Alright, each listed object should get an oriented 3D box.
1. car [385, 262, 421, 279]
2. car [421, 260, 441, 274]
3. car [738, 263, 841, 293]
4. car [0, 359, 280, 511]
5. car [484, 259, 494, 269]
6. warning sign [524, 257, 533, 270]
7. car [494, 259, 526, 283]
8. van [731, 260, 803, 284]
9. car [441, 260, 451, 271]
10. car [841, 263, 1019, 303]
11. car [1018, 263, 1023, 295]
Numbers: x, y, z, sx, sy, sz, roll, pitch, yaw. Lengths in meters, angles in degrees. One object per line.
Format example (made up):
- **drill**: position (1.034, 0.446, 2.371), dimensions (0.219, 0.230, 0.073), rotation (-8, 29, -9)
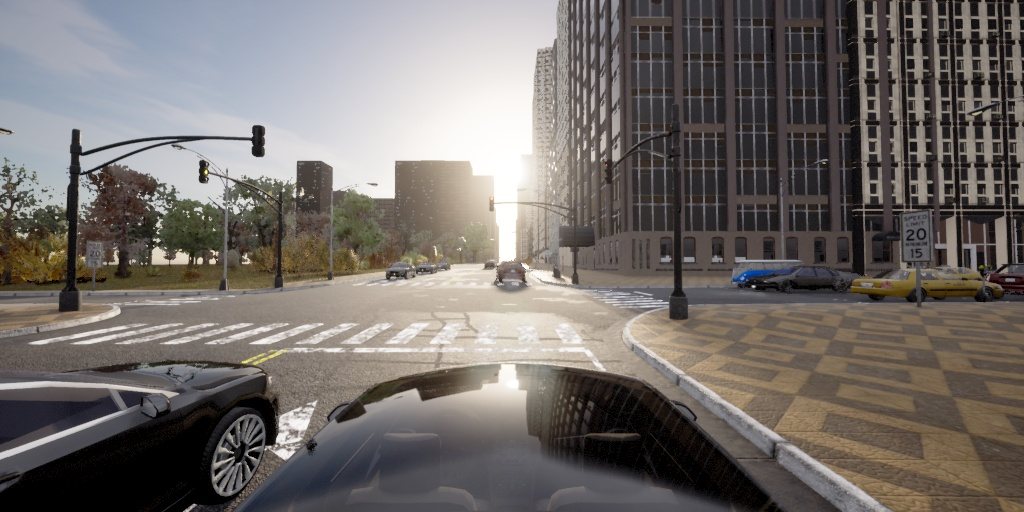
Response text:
- **car**: position (-10.149, 1.321, 33.073), dimensions (1.837, 1.490, 4.892), rotation (0, 0, -2)
- **car**: position (-10.226, 1.416, 42.971), dimensions (1.994, 1.385, 4.181), rotation (0, 0, 0)
- **car**: position (15.756, 1.255, 19.498), dimensions (5.357, 1.411, 2.033), rotation (0, -2, -1)
- **car**: position (-3.140, 1.242, 1.495), dimensions (2.128, 1.511, 4.902), rotation (0, 0, -1)
- **car**: position (-3.816, 1.461, 62.736), dimensions (1.837, 1.490, 4.892), rotation (0, 0, -1)
- **warning sign**: position (2.395, 1.003, 50.903), dimensions (1.300, 1.860, 1.060), rotation (0, 0, -1)
- **car**: position (-0.117, 1.156, 29.107), dimensions (2.097, 1.767, 4.553), rotation (0, 0, -5)
- **van**: position (15.760, 1.124, 22.087), dimensions (3.998, 1.789, 1.690), rotation (0, 0, -1)
- **car**: position (-10.319, 1.390, 53.194), dimensions (2.128, 1.511, 4.902), rotation (0, 0, -1)
- **car**: position (16.215, 1.076, 14.073), dimensions (4.829, 1.417, 1.751), rotation (0, 0, -1)
- **car**: position (21.629, 0.962, 14.190), dimensions (4.097, 1.591, 1.967), rotation (0, 0, -1)
